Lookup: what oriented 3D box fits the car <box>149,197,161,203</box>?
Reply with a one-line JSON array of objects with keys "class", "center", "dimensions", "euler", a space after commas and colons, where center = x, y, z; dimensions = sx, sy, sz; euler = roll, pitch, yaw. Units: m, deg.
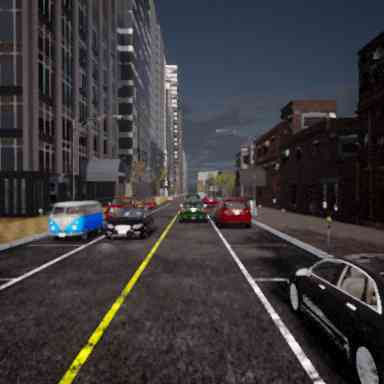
[{"class": "car", "center": [-5.691, 1.597, 44.339], "dimensions": [1.887, 1.381, 4.507], "euler": [-1, 0, 0]}]

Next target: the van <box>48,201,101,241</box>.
[{"class": "van", "center": [-5.701, 1.361, 16.665], "dimensions": [1.690, 1.788, 3.998], "euler": [-1, 0, 0]}]

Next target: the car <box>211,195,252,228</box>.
[{"class": "car", "center": [2.680, 1.341, 22.188], "dimensions": [2.192, 1.841, 5.009], "euler": [-1, 0, 0]}]

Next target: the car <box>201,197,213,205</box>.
[{"class": "car", "center": [2.694, 1.637, 60.929], "dimensions": [1.947, 1.339, 4.313], "euler": [-1, 0, 0]}]

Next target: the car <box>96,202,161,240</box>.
[{"class": "car", "center": [-3.079, 1.512, 17.219], "dimensions": [2.128, 1.511, 4.902], "euler": [0, 0, 0]}]

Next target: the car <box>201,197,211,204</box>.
[{"class": "car", "center": [2.695, 1.659, 66.464], "dimensions": [1.802, 1.307, 4.206], "euler": [-1, 0, 0]}]

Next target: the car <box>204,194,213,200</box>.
[{"class": "car", "center": [2.687, 1.373, 49.861], "dimensions": [2.192, 1.841, 5.009], "euler": [-1, 0, 0]}]

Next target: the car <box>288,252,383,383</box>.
[{"class": "car", "center": [2.692, 1.557, 4.849], "dimensions": [2.008, 1.369, 4.403], "euler": [-1, 0, 0]}]

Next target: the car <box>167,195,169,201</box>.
[{"class": "car", "center": [-5.687, 1.596, 60.773], "dimensions": [1.752, 1.417, 4.829], "euler": [-1, 0, 0]}]

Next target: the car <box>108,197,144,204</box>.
[{"class": "car", "center": [-5.698, 1.348, 27.735], "dimensions": [2.192, 1.841, 5.009], "euler": [-1, 0, 0]}]

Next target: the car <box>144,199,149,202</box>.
[{"class": "car", "center": [-5.694, 1.564, 33.100], "dimensions": [1.752, 1.417, 4.829], "euler": [-1, 0, 0]}]

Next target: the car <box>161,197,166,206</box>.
[{"class": "car", "center": [-5.689, 1.590, 55.239], "dimensions": [1.752, 1.417, 4.829], "euler": [-1, 0, 0]}]

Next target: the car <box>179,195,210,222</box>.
[{"class": "car", "center": [0.104, 1.384, 26.592], "dimensions": [2.097, 1.767, 4.553], "euler": [0, 0, 0]}]

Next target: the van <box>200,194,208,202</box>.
[{"class": "van", "center": [2.694, 1.431, 77.533], "dimensions": [1.690, 1.788, 3.998], "euler": [-1, 0, 0]}]

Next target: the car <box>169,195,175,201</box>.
[{"class": "car", "center": [-5.682, 1.543, 88.618], "dimensions": [1.967, 1.590, 4.097], "euler": [-1, 0, 0]}]
